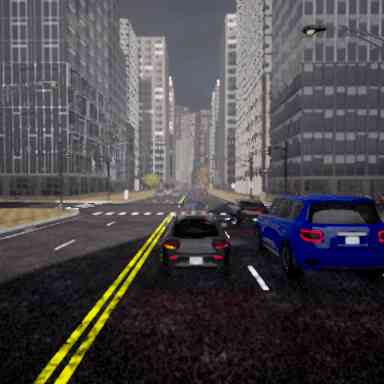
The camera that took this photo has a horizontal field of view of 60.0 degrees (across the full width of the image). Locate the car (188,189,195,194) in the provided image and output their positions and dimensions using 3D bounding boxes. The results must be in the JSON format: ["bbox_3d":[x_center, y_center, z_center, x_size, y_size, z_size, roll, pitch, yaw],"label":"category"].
[{"bbox_3d":[-0.083,-0.244,93.223,2.033,1.411,5.357,0,1,0],"label":"car"}]

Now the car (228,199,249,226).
[{"bbox_3d":[3.334,1.167,19.923,1.837,1.490,4.892,0,1,0],"label":"car"}]

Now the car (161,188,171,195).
[{"bbox_3d":[-6.575,-0.105,84.187,2.097,1.767,4.553,0,1,0],"label":"car"}]

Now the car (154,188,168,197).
[{"bbox_3d":[-6.562,0.177,68.650,2.097,1.767,4.553,0,1,0],"label":"car"}]

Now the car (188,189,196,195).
[{"bbox_3d":[-0.074,0.080,83.227,1.812,1.442,4.674,0,1,0],"label":"car"}]

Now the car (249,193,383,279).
[{"bbox_3d":[3.348,1.059,9.682,2.150,2.045,5.566,0,1,-1],"label":"car"}]

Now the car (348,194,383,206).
[{"bbox_3d":[21.775,0.981,40.334,4.829,1.417,1.752,1,1,1],"label":"car"}]

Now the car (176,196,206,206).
[{"bbox_3d":[0.084,1.188,21.193,2.033,1.411,5.357,0,1,0],"label":"car"}]

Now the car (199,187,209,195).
[{"bbox_3d":[3.176,0.079,83.229,1.812,1.442,4.674,0,1,0],"label":"car"}]

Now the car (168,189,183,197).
[{"bbox_3d":[-3.314,0.175,68.729,2.097,1.767,4.553,0,1,0],"label":"car"}]

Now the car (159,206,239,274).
[{"bbox_3d":[0.093,1.359,9.840,1.812,1.442,4.674,0,1,0],"label":"car"}]

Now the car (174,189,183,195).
[{"bbox_3d":[-3.325,0.080,84.189,2.033,1.411,5.357,0,1,0],"label":"car"}]
